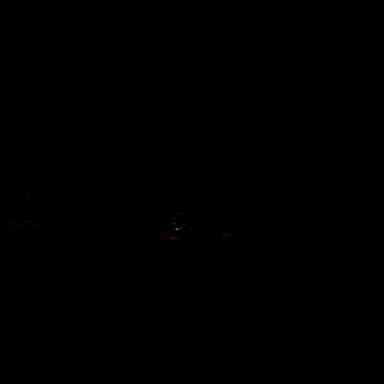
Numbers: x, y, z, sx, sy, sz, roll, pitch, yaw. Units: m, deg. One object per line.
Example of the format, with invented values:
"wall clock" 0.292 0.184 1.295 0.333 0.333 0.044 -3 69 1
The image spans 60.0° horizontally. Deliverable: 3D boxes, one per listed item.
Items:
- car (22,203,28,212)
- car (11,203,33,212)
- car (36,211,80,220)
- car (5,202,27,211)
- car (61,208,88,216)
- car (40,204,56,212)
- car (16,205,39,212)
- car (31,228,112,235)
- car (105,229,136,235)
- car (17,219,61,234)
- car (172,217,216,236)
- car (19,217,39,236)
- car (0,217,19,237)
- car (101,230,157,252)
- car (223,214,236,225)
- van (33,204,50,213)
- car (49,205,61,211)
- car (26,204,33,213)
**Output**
"car" -36.130 3.722 76.040 2.185 1.767 4.553 0 1 19
"car" -40.774 3.635 79.866 2.185 1.767 4.553 1 1 19
"car" -17.698 4.090 44.638 5.566 2.045 2.435 0 0 17
"car" -43.109 3.593 81.751 2.185 1.767 4.553 1 1 19
"car" -22.052 3.858 64.760 2.435 2.045 5.566 1 1 19
"car" -29.096 4.018 70.422 2.002 1.452 4.674 0 1 19
"car" -38.454 3.844 77.954 2.002 1.452 4.674 0 1 19
"car" -9.737 4.341 27.115 5.566 2.045 2.435 2 1 17
"car" -7.850 4.342 29.525 5.566 2.045 2.435 2 1 17
"car" -19.437 4.370 42.295 4.792 1.488 2.163 0 0 17
"car" 0.294 2.904 28.527 1.837 1.490 4.892 1 -4 38
"car" -21.227 4.090 39.930 5.566 2.045 2.435 0 0 17
"car" -23.022 4.090 37.577 5.566 2.045 2.435 0 0 17
"car" -6.025 4.622 31.936 4.792 1.488 2.163 2 1 17
"car" 5.119 4.269 52.822 2.097 1.767 4.553 0 -1 -21
"van" -31.465 3.711 72.188 1.878 1.987 4.442 1 1 19
"car" -26.687 4.015 68.723 1.946 1.575 5.366 0 1 19
"car" -33.766 3.891 74.191 2.097 1.535 5.008 1 1 19
